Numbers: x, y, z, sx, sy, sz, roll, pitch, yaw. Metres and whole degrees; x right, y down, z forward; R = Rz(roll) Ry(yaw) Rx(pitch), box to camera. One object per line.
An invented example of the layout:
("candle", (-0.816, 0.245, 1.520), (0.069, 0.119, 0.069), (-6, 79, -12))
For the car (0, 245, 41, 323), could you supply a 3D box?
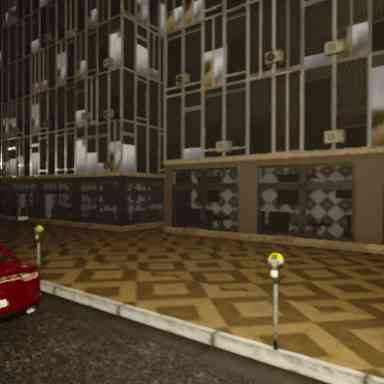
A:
("car", (-4.624, 1.497, 6.167), (4.507, 1.381, 1.887), (0, 0, 35))
